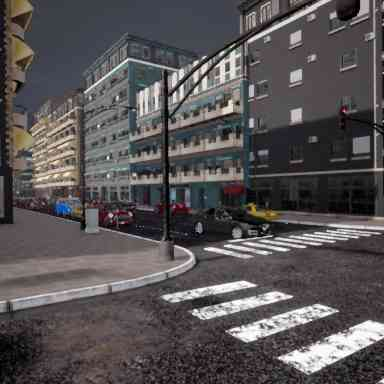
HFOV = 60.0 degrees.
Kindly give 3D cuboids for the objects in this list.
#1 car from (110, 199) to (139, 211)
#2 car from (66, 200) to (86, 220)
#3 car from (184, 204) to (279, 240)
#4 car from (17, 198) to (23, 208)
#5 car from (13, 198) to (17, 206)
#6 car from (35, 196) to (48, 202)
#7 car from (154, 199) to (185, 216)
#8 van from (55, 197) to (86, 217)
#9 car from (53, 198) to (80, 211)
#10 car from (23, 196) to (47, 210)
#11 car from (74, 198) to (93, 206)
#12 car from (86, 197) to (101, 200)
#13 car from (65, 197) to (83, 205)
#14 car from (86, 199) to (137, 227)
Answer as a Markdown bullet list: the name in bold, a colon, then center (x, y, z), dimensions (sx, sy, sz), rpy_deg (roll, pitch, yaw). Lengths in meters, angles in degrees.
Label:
- **car**: center (-8.623, 1.581, 42.332), dimensions (2.008, 1.369, 4.403), rpy_deg (-1, 1, -35)
- **car**: center (-8.921, 1.652, 28.317), dimensions (1.752, 1.417, 4.829), rpy_deg (-1, 1, -35)
- **car**: center (1.953, 1.552, 17.790), dimensions (1.837, 1.490, 4.892), rpy_deg (-1, 1, -39)
- **car**: center (-25.084, 1.769, 50.986), dimensions (1.947, 1.339, 4.313), rpy_deg (-1, 1, -35)
- **car**: center (-31.510, 1.782, 59.999), dimensions (1.887, 1.381, 4.507), rpy_deg (-1, 1, -35)
- **car**: center (-37.539, 1.727, 82.888), dimensions (1.887, 1.381, 4.507), rpy_deg (-1, 1, -35)
- **car**: center (-2.198, 1.441, 33.319), dimensions (1.967, 1.590, 4.097), rpy_deg (-1, 1, -35)
- **van**: center (-12.236, 1.483, 32.960), dimensions (1.690, 1.788, 3.998), rpy_deg (-1, 1, -35)
- **car**: center (-16.404, 1.624, 43.335), dimensions (2.128, 1.511, 4.902), rpy_deg (-1, 0, -35)
- **car**: center (-21.873, 1.627, 46.479), dimensions (1.967, 1.590, 4.097), rpy_deg (-1, 1, -35)
- **car**: center (-18.261, 1.643, 55.850), dimensions (1.947, 1.339, 4.313), rpy_deg (-1, 1, -35)
- **car**: center (-15.050, 1.501, 51.343), dimensions (1.967, 1.590, 4.097), rpy_deg (-1, 1, -35)
- **car**: center (-21.474, 1.645, 60.357), dimensions (2.008, 1.369, 4.403), rpy_deg (-1, 1, -35)
- **car**: center (-5.809, 1.552, 23.949), dimensions (1.967, 1.590, 4.097), rpy_deg (-1, 1, -35)
